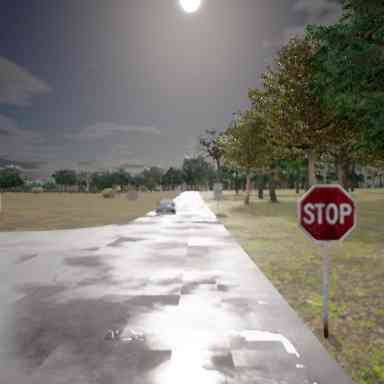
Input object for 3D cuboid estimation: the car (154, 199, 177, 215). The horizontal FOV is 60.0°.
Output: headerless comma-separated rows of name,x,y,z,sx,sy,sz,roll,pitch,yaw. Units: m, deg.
car,-2.514,1.431,33.152,1.812,1.442,4.674,0,1,0
